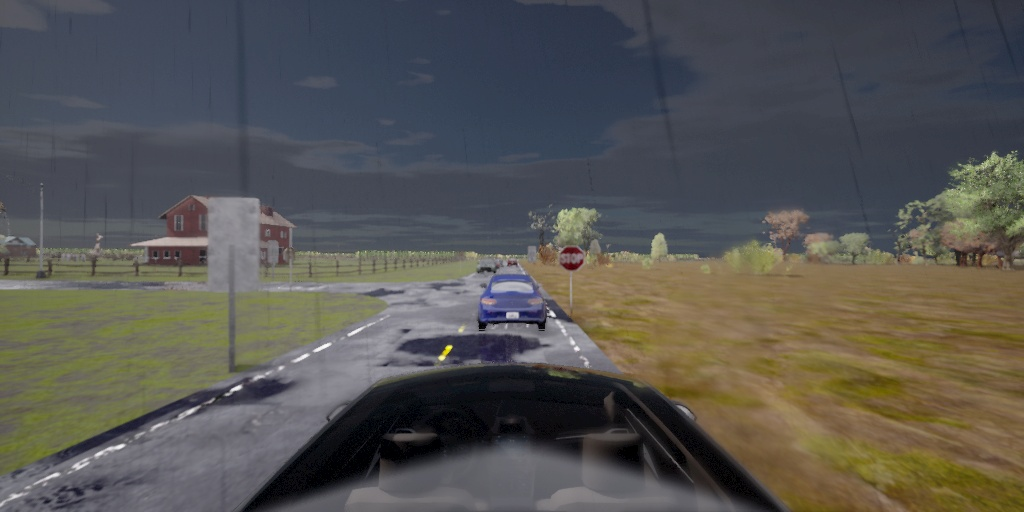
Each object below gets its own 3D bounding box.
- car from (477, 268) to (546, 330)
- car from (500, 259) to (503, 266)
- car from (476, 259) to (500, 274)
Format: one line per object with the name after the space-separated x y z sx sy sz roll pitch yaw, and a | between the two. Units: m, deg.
-0.025 1.269 10.978 1.812 1.442 4.674 0 0 -1 | car
-2.777 1.321 54.627 1.895 1.301 4.718 0 0 0 | car
-2.804 1.079 40.142 2.097 1.767 4.553 0 0 0 | car
